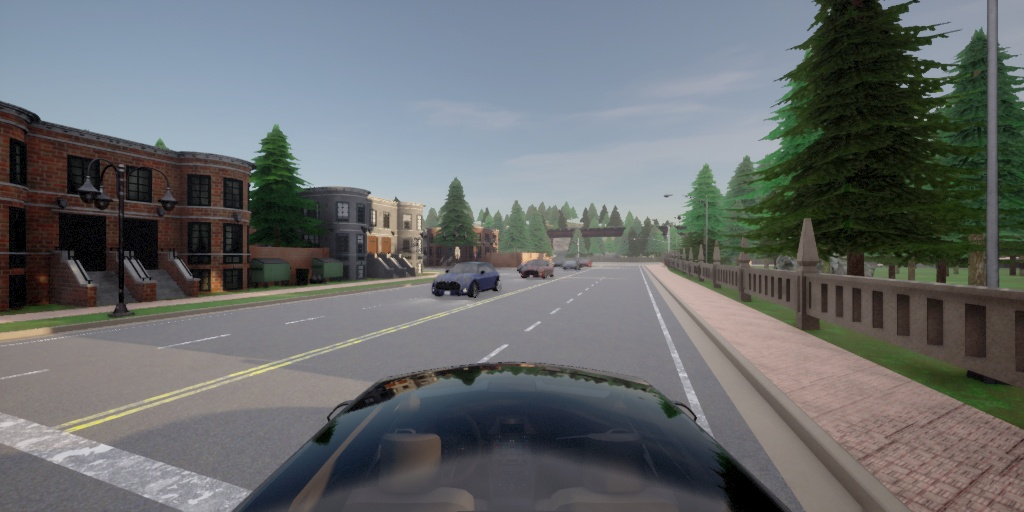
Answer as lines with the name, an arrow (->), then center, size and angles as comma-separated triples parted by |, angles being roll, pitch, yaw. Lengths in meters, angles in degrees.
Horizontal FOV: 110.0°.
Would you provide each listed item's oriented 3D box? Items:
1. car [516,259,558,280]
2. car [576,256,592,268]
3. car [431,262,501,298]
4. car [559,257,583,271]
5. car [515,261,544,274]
car -> 2.313, 1.101, 31.636 | 2.097, 1.767, 4.553 | 0, 0, 19
car -> 12.373, 1.228, 60.834 | 1.882, 1.535, 5.008 | 0, 1, 19
car -> -2.212, 1.102, 18.402 | 2.097, 1.767, 4.553 | 0, 0, 19
car -> 7.956, 1.275, 48.053 | 1.812, 1.442, 4.674 | 0, 0, 19
car -> 2.136, 1.297, 41.895 | 2.033, 1.411, 5.357 | 0, 0, 19
